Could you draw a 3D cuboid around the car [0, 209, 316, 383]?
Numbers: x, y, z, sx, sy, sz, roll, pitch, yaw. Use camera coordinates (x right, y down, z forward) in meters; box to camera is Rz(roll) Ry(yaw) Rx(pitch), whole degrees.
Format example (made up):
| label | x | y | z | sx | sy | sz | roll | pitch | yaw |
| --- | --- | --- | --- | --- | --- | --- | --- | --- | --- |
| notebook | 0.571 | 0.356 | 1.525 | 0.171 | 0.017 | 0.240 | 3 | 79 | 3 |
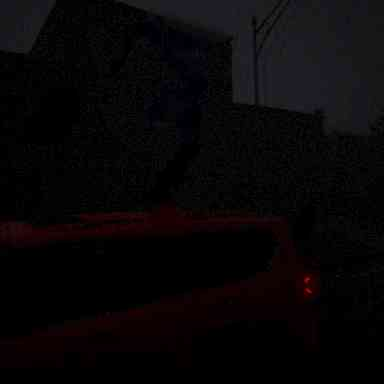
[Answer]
| label | x | y | z | sx | sy | sz | roll | pitch | yaw |
| --- | --- | --- | --- | --- | --- | --- | --- | --- | --- |
| car | -1.142 | 1.230 | 3.176 | 5.566 | 2.045 | 2.150 | 1 | 0 | -35 |
